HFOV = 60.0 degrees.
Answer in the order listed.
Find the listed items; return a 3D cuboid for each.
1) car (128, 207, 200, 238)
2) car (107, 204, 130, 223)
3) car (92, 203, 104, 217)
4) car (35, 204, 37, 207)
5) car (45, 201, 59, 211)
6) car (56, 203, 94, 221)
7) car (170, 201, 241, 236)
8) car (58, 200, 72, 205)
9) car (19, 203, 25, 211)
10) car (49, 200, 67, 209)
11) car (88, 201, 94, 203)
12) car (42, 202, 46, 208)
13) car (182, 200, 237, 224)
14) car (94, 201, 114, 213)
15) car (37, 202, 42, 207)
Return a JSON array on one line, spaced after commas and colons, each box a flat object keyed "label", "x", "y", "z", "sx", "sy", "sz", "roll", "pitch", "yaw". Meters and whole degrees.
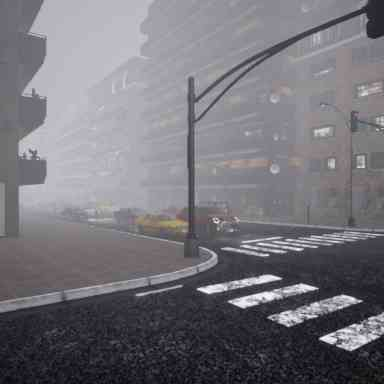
[{"label": "car", "x": -1.837, "y": 1.833, "z": 19.942, "sx": 1.752, "sy": 1.417, "sz": 4.829, "roll": -1, "pitch": 0, "yaw": -36}, {"label": "car", "x": -5.141, "y": 2.017, "z": 28.901, "sx": 2.033, "sy": 1.411, "sz": 5.357, "roll": 0, "pitch": -1, "yaw": -36}, {"label": "car", "x": -12.378, "y": 2.292, "z": 38.855, "sx": 1.895, "sy": 1.301, "sz": 4.718, "roll": 0, "pitch": -1, "yaw": -36}, {"label": "car", "x": -38.565, "y": 3.168, "z": 84.561, "sx": 1.947, "sy": 1.339, "sz": 4.313, "roll": -1, "pitch": 0, "yaw": -36}, {"label": "car", "x": -25.285, "y": 2.755, "z": 61.994, "sx": 1.895, "sy": 1.301, "sz": 4.718, "roll": 0, "pitch": -1, "yaw": -36}, {"label": "car", "x": -11.940, "y": 2.163, "z": 33.814, "sx": 1.887, "sy": 1.381, "sz": 4.507, "roll": -1, "pitch": 0, "yaw": -36}, {"label": "car", "x": 0.891, "y": 1.635, "z": 20.630, "sx": 2.097, "sy": 1.767, "sz": 4.553, "roll": 0, "pitch": -1, "yaw": -36}, {"label": "car", "x": -19.605, "y": 2.530, "z": 54.197, "sx": 2.033, "sy": 1.411, "sz": 5.357, "roll": 0, "pitch": -1, "yaw": -36}, {"label": "car", "x": -31.946, "y": 2.769, "z": 61.283, "sx": 1.887, "sy": 1.381, "sz": 4.507, "roll": -1, "pitch": 0, "yaw": -36}, {"label": "car", "x": -28.574, "y": 2.623, "z": 70.824, "sx": 2.192, "sy": 1.841, "sz": 5.009, "roll": -1, "pitch": 0, "yaw": -36}, {"label": "car", "x": -16.464, "y": 2.307, "z": 55.000, "sx": 2.097, "sy": 1.767, "sz": 4.553, "roll": 0, "pitch": -1, "yaw": -36}, {"label": "car", "x": -31.901, "y": 2.972, "z": 75.401, "sx": 1.947, "sy": 1.339, "sz": 4.313, "roll": -1, "pitch": 0, "yaw": -36}, {"label": "car", "x": 1.433, "y": 1.713, "z": 29.622, "sx": 2.192, "sy": 1.841, "sz": 5.009, "roll": -1, "pitch": 0, "yaw": -36}, {"label": "car", "x": -12.441, "y": 2.290, "z": 49.539, "sx": 1.801, "sy": 1.575, "sz": 5.366, "roll": 0, "pitch": -1, "yaw": -36}, {"label": "car", "x": -35.236, "y": 3.049, "z": 79.980, "sx": 1.887, "sy": 1.381, "sz": 4.507, "roll": -1, "pitch": 0, "yaw": -36}]
